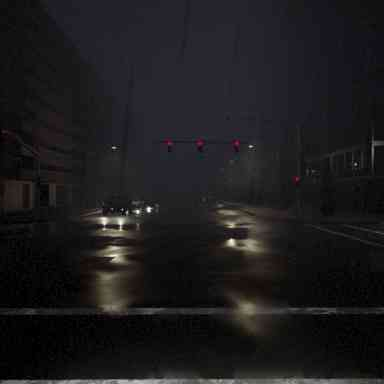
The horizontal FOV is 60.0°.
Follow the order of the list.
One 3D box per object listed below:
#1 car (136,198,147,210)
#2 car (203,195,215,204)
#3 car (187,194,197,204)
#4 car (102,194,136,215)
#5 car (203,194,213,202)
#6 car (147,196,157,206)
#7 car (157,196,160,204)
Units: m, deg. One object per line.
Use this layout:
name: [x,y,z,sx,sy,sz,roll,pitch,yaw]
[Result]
car: [-7.440,1.526,43.556,1.812,1.442,4.674,0,0,1]
car: [3.478,1.492,64.776,2.128,1.511,4.902,0,0,1]
car: [-0.021,1.564,64.686,1.994,1.385,4.181,0,0,1]
car: [-7.455,1.221,33.762,2.150,2.045,5.566,0,0,0]
car: [3.485,1.355,74.641,2.097,1.767,4.553,0,0,1]
car: [-7.331,1.601,53.526,1.895,1.301,4.718,0,0,1]
car: [-7.180,1.526,63.880,1.812,1.442,4.674,0,0,1]
